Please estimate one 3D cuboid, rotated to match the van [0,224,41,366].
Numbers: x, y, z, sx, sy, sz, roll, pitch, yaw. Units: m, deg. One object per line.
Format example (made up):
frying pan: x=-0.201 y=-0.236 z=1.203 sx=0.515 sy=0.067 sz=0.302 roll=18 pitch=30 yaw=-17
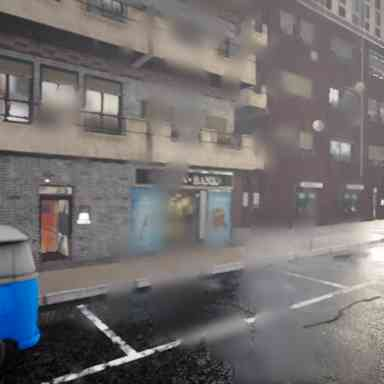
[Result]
van: x=-3.875 y=1.340 z=3.776 sx=3.998 sy=1.788 sz=1.690 roll=0 pitch=1 yaw=-36
